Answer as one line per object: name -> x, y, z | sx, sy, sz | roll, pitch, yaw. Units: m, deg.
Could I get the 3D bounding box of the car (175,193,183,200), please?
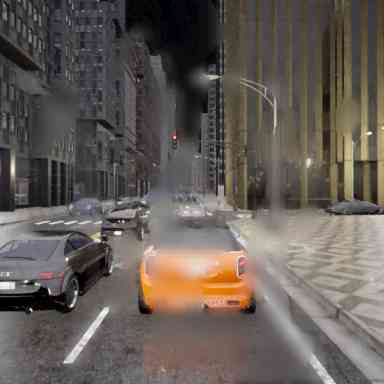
car -> -3.338, 1.126, 84.315 | 1.837, 1.490, 4.892 | 0, 0, 0

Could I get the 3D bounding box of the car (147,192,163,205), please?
car -> -6.662, 1.110, 56.528 | 2.150, 2.045, 5.566 | 0, 0, 0

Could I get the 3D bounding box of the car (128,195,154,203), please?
car -> -6.645, 1.479, 44.166 | 2.033, 1.411, 5.357 | 0, 0, 0

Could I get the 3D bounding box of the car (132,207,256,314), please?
car -> 0.096, 1.350, 7.764 | 2.097, 1.767, 4.553 | 0, 0, 0

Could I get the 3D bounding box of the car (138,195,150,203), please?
car -> -9.827, 1.354, 68.613 | 1.837, 1.490, 4.892 | 0, 0, 0

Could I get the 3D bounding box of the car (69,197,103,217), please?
car -> -9.883, 1.316, 31.235 | 2.097, 1.767, 4.553 | 0, 0, 0

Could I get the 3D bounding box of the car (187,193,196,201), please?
car -> -0.077, 1.345, 74.313 | 1.812, 1.442, 4.674 | 0, 0, 0

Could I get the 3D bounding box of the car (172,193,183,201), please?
car -> -3.327, 1.176, 74.279 | 2.097, 1.767, 4.553 | 0, 0, 0

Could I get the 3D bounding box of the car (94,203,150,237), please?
car -> -3.165, 1.494, 16.563 | 1.837, 1.490, 4.892 | 0, 0, 0

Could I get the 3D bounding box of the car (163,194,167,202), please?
car -> -6.576, 1.196, 70.563 | 2.097, 1.767, 4.553 | 0, 0, 0

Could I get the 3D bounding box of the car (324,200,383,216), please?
car -> 14.291, 1.422, 28.698 | 5.357, 1.411, 2.033 | 0, 0, -1

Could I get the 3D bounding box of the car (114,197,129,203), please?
car -> -9.897, 1.411, 47.971 | 2.128, 1.511, 4.902 | 0, 0, 0

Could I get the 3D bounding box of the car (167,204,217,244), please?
car -> 0.015, 1.480, 16.770 | 2.128, 1.511, 4.902 | 0, 0, 1

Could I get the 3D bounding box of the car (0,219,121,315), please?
car -> -3.164, 1.562, 7.667 | 1.994, 1.385, 4.181 | 0, 0, 0

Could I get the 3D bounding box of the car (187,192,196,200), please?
car -> -0.088, 0.982, 84.287 | 2.097, 1.767, 4.553 | 0, 0, 0
